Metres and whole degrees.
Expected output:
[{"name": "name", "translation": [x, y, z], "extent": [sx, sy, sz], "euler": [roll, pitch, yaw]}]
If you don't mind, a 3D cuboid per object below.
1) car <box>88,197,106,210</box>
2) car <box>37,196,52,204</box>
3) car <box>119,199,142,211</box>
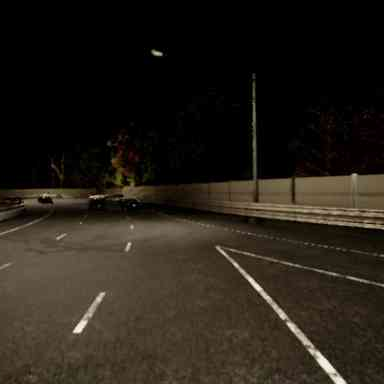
[{"name": "car", "translation": [-12.192, 1.443, 42.553], "extent": [2.128, 1.511, 4.902], "euler": [-1, 0, -23]}, {"name": "car", "translation": [-28.058, 1.514, 63.325], "extent": [2.128, 1.511, 4.902], "euler": [-1, 0, -36]}, {"name": "car", "translation": [-7.572, 1.485, 40.628], "extent": [1.994, 1.385, 4.181], "euler": [-1, 1, -25]}]
